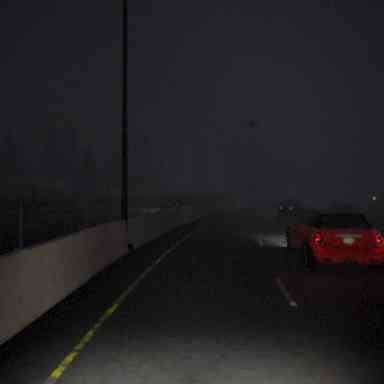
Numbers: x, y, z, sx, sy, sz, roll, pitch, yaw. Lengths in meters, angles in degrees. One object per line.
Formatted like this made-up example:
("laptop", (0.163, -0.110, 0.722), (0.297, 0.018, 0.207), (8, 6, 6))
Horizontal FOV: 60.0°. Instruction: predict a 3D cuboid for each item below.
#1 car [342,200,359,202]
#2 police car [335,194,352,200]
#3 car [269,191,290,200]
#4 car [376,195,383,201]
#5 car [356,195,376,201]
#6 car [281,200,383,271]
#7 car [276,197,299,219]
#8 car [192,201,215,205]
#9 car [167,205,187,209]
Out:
("car", (10.552, 1.517, 23.489), (2.033, 1.411, 5.357), (0, 0, 16))
("police car", (33.316, 1.333, 73.098), (5.238, 1.638, 1.930), (0, 0, -40))
("car", (21.027, 0.794, 79.504), (5.566, 2.045, 2.150), (0, 0, -42))
("car", (45.677, 1.406, 81.958), (5.008, 1.535, 1.882), (0, 0, -31))
("car", (40.846, 1.397, 78.841), (5.008, 1.535, 1.882), (0, 0, -35))
("car", (4.516, 1.336, 11.157), (2.097, 1.767, 4.553), (0, 0, 7))
("car", (8.424, 1.300, 28.128), (2.097, 1.767, 4.553), (0, 0, 18))
("car", (1.814, 1.391, 40.628), (1.837, 1.490, 4.892), (0, 0, 24))
("car", (-1.614, 1.091, 41.613), (2.150, 2.045, 5.566), (0, 0, 24))
